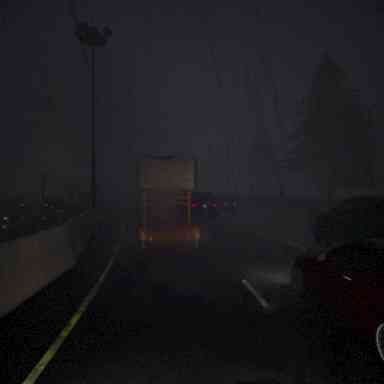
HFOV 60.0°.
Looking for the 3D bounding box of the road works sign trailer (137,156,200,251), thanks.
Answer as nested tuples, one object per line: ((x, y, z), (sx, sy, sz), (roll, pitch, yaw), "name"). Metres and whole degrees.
((-1.045, 0.346, 13.574), (2.380, 3.560, 2.880), (0, 1, -12), "road works sign trailer")

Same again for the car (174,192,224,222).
((0.195, 1.012, 24.250), (2.150, 2.045, 5.566), (0, 0, -14), "car")

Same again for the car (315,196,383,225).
((6.194, 1.125, 11.123), (2.150, 2.045, 5.566), (0, 0, -7), "car")

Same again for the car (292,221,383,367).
((3.201, 1.479, 5.367), (1.812, 1.442, 4.674), (0, 0, -4), "car")

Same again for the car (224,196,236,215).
((2.231, 1.096, 29.723), (2.097, 1.767, 4.553), (0, 1, -16), "car")

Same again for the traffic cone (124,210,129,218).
((-5.122, 1.730, 26.024), (0.340, 0.580, 0.340), (0, 1, -12), "traffic cone")
